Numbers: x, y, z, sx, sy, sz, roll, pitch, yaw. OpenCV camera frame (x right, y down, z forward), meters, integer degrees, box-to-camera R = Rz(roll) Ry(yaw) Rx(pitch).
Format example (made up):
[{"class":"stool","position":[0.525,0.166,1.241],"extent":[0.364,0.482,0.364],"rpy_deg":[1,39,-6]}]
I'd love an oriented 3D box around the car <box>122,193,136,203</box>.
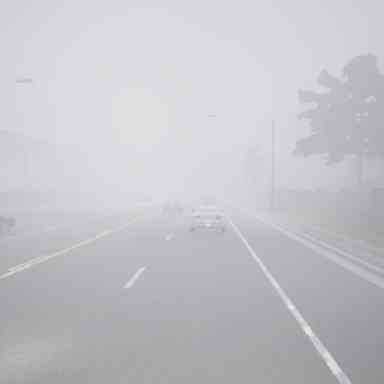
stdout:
[{"class":"car","position":[-11.165,1.018,59.908],"extent":[2.097,1.767,4.553],"rpy_deg":[1,0,3]}]

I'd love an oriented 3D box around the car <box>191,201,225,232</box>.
[{"class":"car","position":[0.946,1.465,19.548],"extent":[1.812,1.442,4.674],"rpy_deg":[1,0,3]}]

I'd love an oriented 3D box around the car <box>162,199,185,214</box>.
[{"class":"car","position":[-1.833,1.416,34.033],"extent":[1.994,1.385,4.181],"rpy_deg":[1,0,3]}]

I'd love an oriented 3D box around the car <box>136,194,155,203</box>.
[{"class":"car","position":[-7.759,1.185,58.088],"extent":[2.128,1.511,4.902],"rpy_deg":[1,0,3]}]

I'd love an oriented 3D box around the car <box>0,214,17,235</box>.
[{"class":"car","position":[-10.005,1.450,14.819],"extent":[1.895,1.301,4.718],"rpy_deg":[1,0,3]}]

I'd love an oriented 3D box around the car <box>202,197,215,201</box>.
[{"class":"car","position":[2.318,1.386,46.948],"extent":[2.033,1.411,5.357],"rpy_deg":[1,0,3]}]
